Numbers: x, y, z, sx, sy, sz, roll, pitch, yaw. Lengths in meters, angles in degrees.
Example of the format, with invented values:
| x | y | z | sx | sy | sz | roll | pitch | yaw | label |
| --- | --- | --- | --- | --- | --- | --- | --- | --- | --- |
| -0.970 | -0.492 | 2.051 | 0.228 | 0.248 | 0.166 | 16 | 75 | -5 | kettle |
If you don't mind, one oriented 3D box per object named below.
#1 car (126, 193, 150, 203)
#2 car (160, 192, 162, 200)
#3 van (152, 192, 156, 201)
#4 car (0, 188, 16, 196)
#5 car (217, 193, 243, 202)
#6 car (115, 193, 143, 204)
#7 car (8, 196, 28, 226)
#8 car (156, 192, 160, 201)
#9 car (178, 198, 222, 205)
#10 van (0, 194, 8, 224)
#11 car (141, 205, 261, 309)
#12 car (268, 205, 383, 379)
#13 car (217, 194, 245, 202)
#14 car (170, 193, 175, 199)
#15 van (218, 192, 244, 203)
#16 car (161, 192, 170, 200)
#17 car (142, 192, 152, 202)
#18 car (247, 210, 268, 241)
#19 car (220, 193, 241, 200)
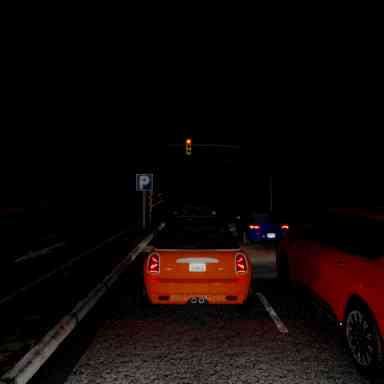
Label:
| x | y | z | sx | sy | sz | roll | pitch | yaw | label |
| --- | --- | --- | --- | --- | --- | --- | --- | --- | --- |
| -10.845 | 1.189 | 66.239 | 4.553 | 1.767 | 2.185 | -1 | 0 | -14 | car |
| -9.798 | 1.352 | 75.248 | 4.674 | 1.452 | 2.002 | -1 | 0 | -13 | car |
| -10.386 | 1.086 | 69.280 | 4.442 | 1.987 | 1.878 | -1 | 0 | -14 | van |
| -28.272 | 0.132 | 51.126 | 2.002 | 1.452 | 4.674 | 6 | -3 | -20 | car |
| 7.529 | 1.135 | 65.898 | 4.553 | 1.767 | 2.185 | 1 | 0 | -14 | car |
| -11.570 | 1.352 | 60.294 | 4.792 | 1.488 | 2.163 | -1 | 0 | -15 | car |
| -13.673 | 1.400 | 22.483 | 4.553 | 1.767 | 2.185 | -1 | 0 | -19 | car |
| -10.164 | 1.314 | 72.252 | 4.892 | 1.521 | 2.231 | -1 | 0 | -14 | car |
| 0.141 | 1.376 | 16.696 | 2.097 | 1.767 | 4.553 | 0 | 0 | 0 | car |
| -13.642 | 1.294 | 19.505 | 4.442 | 1.987 | 1.878 | -1 | 0 | -20 | van |
| 0.101 | 1.363 | 8.049 | 2.097 | 1.767 | 4.553 | 0 | 0 | 0 | car |
| 3.099 | 1.229 | 5.660 | 2.150 | 2.045 | 5.566 | 0 | 0 | -1 | car |
| 8.059 | 1.257 | 68.893 | 5.366 | 1.575 | 1.946 | 1 | 0 | -13 | car |
| -8.186 | 1.057 | 87.241 | 5.566 | 2.045 | 2.435 | -1 | 0 | -12 | car |
| 7.152 | 1.036 | 62.928 | 4.442 | 1.987 | 1.878 | 1 | 0 | -14 | van |
| -8.630 | 1.349 | 84.234 | 4.674 | 1.452 | 2.002 | -1 | 0 | -12 | car |
| -10.932 | 1.309 | 63.287 | 5.366 | 1.575 | 1.946 | -1 | 0 | -15 | car |
| 3.130 | 1.547 | 15.354 | 1.812 | 1.442 | 4.674 | 0 | 0 | 0 | car |
| 9.289 | 1.121 | 80.602 | 4.553 | 1.767 | 2.185 | 1 | 0 | -12 | car |
